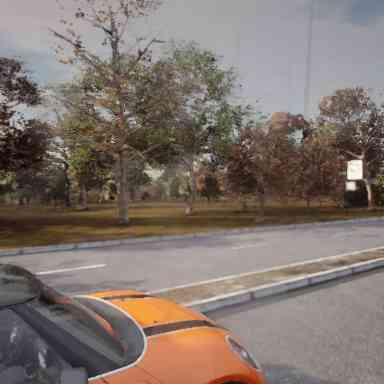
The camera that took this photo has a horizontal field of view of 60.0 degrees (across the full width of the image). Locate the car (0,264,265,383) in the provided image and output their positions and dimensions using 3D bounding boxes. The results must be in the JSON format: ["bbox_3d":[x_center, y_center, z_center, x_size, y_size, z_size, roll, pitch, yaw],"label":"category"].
[{"bbox_3d":[-1.559,1.353,2.329,4.553,1.767,2.097,0,0,-35],"label":"car"}]
